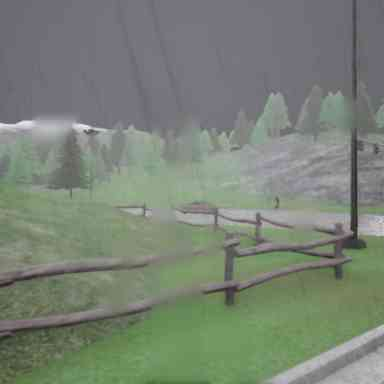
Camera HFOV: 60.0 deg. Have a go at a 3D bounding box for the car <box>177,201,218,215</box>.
[{"bbox_3d":[0.570,1.582,34.072,4.181,1.385,1.994,0,0,30],"label":"car"}]

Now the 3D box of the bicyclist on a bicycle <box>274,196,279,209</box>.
[{"bbox_3d":[10.499,1.330,41.064,0.582,1.620,1.656,0,0,34],"label":"bicyclist on a bicycle"}]
